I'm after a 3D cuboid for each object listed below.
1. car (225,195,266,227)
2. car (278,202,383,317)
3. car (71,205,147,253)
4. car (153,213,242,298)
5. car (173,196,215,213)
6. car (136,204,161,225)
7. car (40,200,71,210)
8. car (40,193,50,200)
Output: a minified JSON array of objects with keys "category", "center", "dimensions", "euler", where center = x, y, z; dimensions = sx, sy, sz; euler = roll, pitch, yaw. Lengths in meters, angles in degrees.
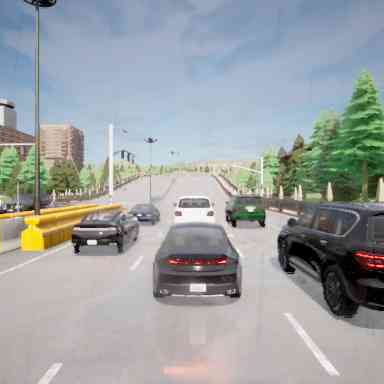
[{"category":"car","center":[3.609,1.220,23.100],"dimensions":[2.150,2.045,5.566],"euler":[0,0,0]},{"category":"car","center":[3.614,1.222,7.563],"dimensions":[2.150,2.045,5.566],"euler":[0,0,0]},{"category":"car","center":[-3.389,1.491,13.715],"dimensions":[2.128,1.511,4.902],"euler":[0,0,0]},{"category":"car","center":[0.109,1.505,8.512],"dimensions":[1.837,1.490,4.892],"euler":[0,0,0]},{"category":"car","center":[0.115,1.221,18.808],"dimensions":[2.150,2.045,5.566],"euler":[0,0,0]},{"category":"car","center":[-3.385,1.547,23.975],"dimensions":[2.033,1.411,5.357],"euler":[0,0,0]},{"category":"car","center":[-10.507,1.564,26.014],"dimensions":[1.994,1.385,4.181],"euler":[0,0,1]},{"category":"car","center":[-13.978,1.134,28.429],"dimensions":[2.150,2.045,5.566],"euler":[0,0,0]}]
